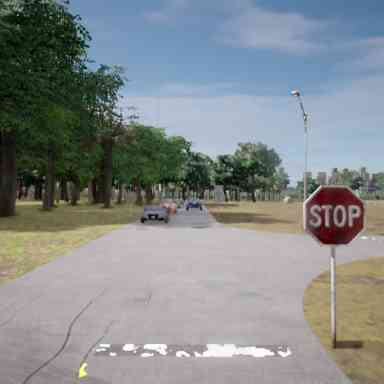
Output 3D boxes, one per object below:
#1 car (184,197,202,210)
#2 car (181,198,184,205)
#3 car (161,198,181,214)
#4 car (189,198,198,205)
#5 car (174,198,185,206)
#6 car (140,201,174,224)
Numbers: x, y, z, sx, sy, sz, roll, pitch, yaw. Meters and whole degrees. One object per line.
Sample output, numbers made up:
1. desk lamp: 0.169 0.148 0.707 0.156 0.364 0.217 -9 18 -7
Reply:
1. car: 0.316 1.552 46.707 2.097 1.767 4.553 0 0 0
2. car: -2.591 1.730 49.811 1.837 1.490 4.892 0 -1 0
3. car: -2.678 1.475 36.180 2.097 1.767 4.553 0 -1 0
4. car: 0.348 1.934 71.164 1.837 1.490 4.892 0 -1 0
5. car: -2.452 1.910 65.367 1.837 1.490 4.892 0 -1 0
6. car: -2.732 1.625 25.482 1.994 1.385 4.181 0 0 1
